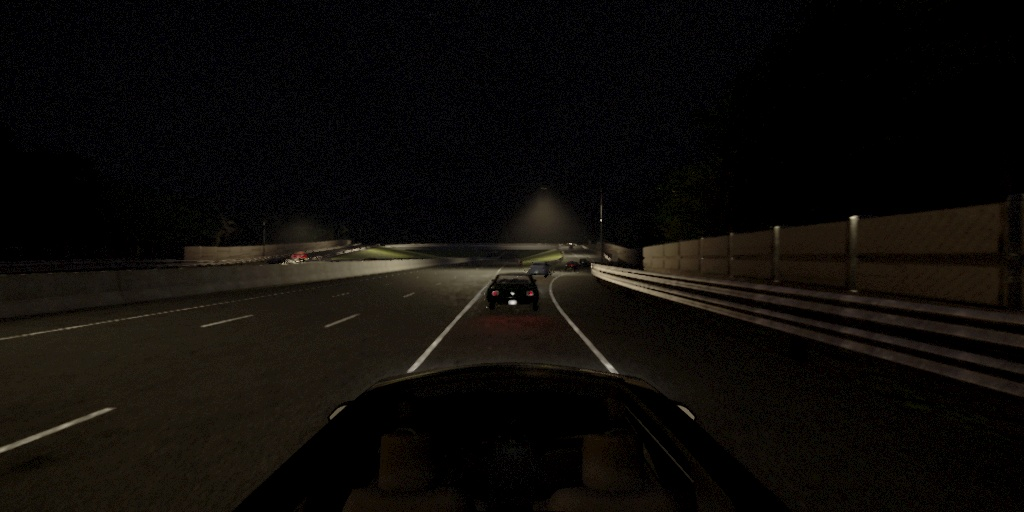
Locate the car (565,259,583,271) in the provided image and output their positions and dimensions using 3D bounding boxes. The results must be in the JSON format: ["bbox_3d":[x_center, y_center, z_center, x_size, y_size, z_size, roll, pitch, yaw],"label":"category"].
[{"bbox_3d":[9.676,1.602,57.009,1.837,1.490,4.892,0,0,19],"label":"car"}]

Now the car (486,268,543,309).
[{"bbox_3d":[0.112,1.345,14.803,1.895,1.301,4.718,0,0,2],"label":"car"}]

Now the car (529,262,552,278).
[{"bbox_3d":[2.743,1.280,34.849,1.812,1.442,4.674,1,0,13],"label":"car"}]
